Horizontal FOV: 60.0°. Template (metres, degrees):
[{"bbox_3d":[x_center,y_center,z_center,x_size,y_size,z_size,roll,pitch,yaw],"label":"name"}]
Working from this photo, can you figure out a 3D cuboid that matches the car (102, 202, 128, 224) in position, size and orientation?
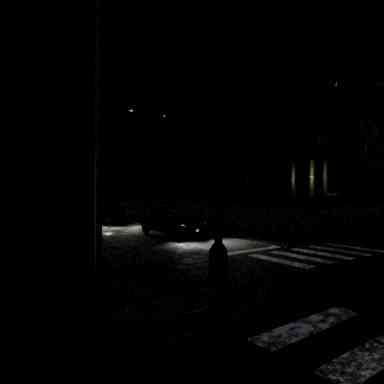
[{"bbox_3d":[-6.488,1.484,24.990,1.882,1.535,5.008,0,0,-36],"label":"car"}]

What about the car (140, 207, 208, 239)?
[{"bbox_3d":[-1.108,1.530,17.529,1.812,1.442,4.674,0,0,-36],"label":"car"}]
